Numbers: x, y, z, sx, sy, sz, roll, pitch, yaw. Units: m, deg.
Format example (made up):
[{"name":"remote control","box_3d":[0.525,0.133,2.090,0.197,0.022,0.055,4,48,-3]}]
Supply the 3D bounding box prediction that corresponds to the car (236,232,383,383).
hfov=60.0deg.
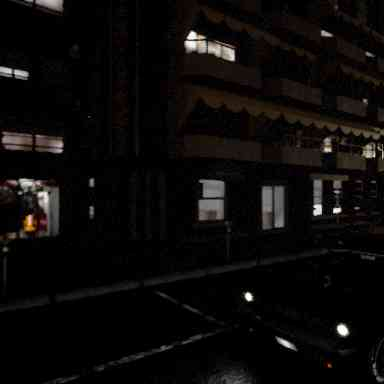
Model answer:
[{"name":"car","box_3d":[2.984,1.618,5.517,4.718,1.301,1.895,0,0,-36]}]

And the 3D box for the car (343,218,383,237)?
[{"name":"car","box_3d":[6.724,1.587,11.386,4.403,1.369,2.008,0,0,-36]}]
